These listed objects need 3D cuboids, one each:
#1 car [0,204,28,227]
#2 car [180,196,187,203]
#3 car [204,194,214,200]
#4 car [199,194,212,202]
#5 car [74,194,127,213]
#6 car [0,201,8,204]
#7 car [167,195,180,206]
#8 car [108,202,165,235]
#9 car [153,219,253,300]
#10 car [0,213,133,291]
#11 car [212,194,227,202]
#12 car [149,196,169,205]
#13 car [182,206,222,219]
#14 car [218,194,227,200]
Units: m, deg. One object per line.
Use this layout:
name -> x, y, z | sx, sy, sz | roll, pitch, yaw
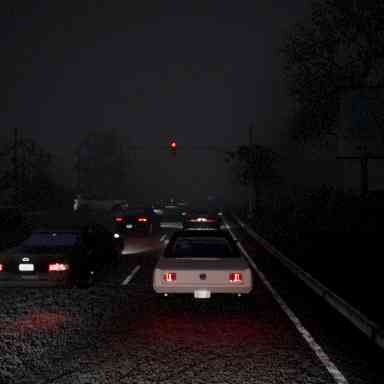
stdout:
car -> -10.633, 1.564, 18.031 | 1.994, 1.385, 4.181 | 0, 0, -3
car -> -2.229, 1.505, 66.962 | 1.837, 1.490, 4.892 | 0, 0, 8
car -> 4.459, 1.328, 86.562 | 1.882, 1.535, 5.008 | 0, 0, 11
car -> 2.720, 1.518, 76.342 | 2.128, 1.511, 4.902 | 0, 0, 10
car -> -9.577, 1.225, 35.286 | 5.566, 2.045, 2.150 | 0, 0, -4
car -> -20.495, 1.602, 35.538 | 4.718, 1.301, 1.895 | 0, 0, 6
car -> -3.777, 1.352, 55.124 | 2.097, 1.767, 4.553 | 0, 0, 7
car -> -2.939, 1.526, 18.713 | 1.812, 1.442, 4.674 | 0, 0, 4
car -> 0.232, 1.601, 8.373 | 1.895, 1.301, 4.718 | 0, 0, 1
car -> -3.256, 1.547, 9.136 | 2.033, 1.411, 5.357 | 0, 0, 1
car -> 6.316, 1.548, 76.652 | 1.994, 1.385, 4.181 | 0, 0, 10
car -> -4.830, 1.601, 45.201 | 1.895, 1.301, 4.718 | 0, 0, 5
car -> 0.522, 1.505, 17.598 | 1.837, 1.490, 4.892 | 0, 0, 2
car -> 7.979, 1.346, 86.357 | 1.882, 1.535, 5.008 | 0, 0, 11
